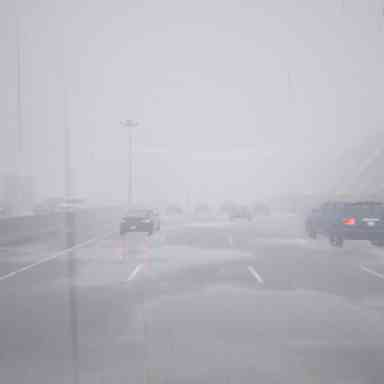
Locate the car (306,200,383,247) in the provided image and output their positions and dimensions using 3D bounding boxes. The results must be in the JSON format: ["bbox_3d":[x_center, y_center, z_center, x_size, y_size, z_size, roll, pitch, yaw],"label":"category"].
[{"bbox_3d":[7.313,1.417,16.124,2.150,2.045,5.566,0,-1,2],"label":"car"}]

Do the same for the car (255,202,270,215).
[{"bbox_3d":[8.221,1.992,40.638,1.837,1.490,4.892,0,0,2],"label":"car"}]

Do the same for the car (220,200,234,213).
[{"bbox_3d":[4.834,1.877,44.333,2.097,1.767,4.553,0,-1,1],"label":"car"}]

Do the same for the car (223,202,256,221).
[{"bbox_3d":[4.350,1.917,31.009,2.033,1.411,5.357,0,-1,2],"label":"car"}]

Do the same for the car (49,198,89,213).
[{"bbox_3d":[-13.138,1.646,36.645,2.150,2.045,5.566,0,-1,2],"label":"car"}]

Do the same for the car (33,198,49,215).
[{"bbox_3d":[-16.543,1.674,39.277,2.150,2.045,5.566,0,-1,2],"label":"car"}]

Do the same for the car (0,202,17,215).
[{"bbox_3d":[-23.495,1.985,40.415,1.812,1.442,4.674,0,-1,2],"label":"car"}]

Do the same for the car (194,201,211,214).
[{"bbox_3d":[1.310,2.040,43.609,1.812,1.442,4.674,0,-1,2],"label":"car"}]

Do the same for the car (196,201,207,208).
[{"bbox_3d":[1.699,2.335,62.266,1.895,1.301,4.718,0,-1,1],"label":"car"}]

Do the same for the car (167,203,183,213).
[{"bbox_3d":[-2.182,2.115,43.768,1.895,1.301,4.718,0,-1,2],"label":"car"}]

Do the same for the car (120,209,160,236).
[{"bbox_3d":[-3.063,1.762,20.102,1.812,1.442,4.674,0,-1,2],"label":"car"}]

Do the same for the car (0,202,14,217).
[{"bbox_3d":[-20.269,1.874,33.609,2.128,1.511,4.902,0,-1,2],"label":"car"}]
